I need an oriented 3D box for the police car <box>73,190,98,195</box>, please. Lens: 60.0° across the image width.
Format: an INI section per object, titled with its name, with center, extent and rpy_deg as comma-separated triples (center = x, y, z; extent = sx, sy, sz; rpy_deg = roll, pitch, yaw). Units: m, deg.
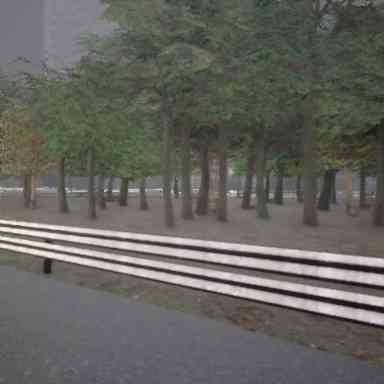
[police car]
center = -19.409, -0.119, 61.733
extent = 4.974, 1.542, 2.038
rpy_deg = 0, 1, 0
